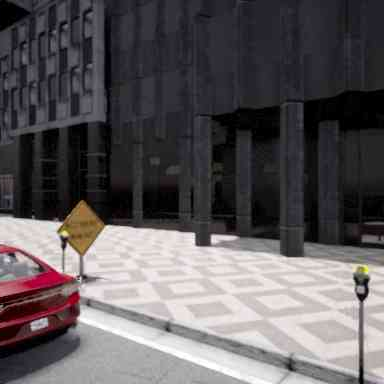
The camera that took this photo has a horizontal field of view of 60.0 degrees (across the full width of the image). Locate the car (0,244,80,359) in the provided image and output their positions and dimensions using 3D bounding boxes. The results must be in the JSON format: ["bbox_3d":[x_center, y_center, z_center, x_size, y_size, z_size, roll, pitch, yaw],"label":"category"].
[{"bbox_3d":[-3.749,1.544,5.524,4.507,1.381,1.887,0,0,36],"label":"car"}]

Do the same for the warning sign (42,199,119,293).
[{"bbox_3d":[-2.527,1.114,7.601,1.060,1.860,1.300,0,0,36],"label":"warning sign"}]
